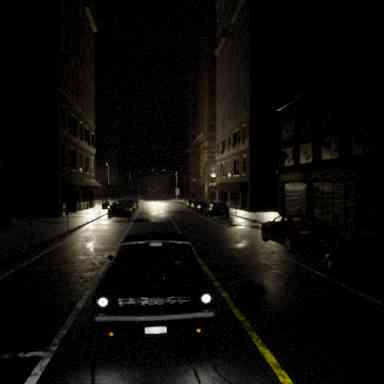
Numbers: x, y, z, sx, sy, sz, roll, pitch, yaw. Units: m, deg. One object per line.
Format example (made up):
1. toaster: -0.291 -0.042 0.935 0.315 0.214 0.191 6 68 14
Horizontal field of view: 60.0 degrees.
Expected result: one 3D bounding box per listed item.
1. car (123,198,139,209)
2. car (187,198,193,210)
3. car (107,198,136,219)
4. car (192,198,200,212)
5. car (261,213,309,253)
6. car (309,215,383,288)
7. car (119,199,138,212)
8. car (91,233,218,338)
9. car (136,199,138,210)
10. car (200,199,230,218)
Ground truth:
1. car: -8.237 1.553 45.452 1.887 1.381 4.507 -1 0 -7
2. car: 0.891 1.552 41.016 1.887 1.381 4.507 -1 0 -7
3. car: -6.243 1.442 29.056 1.967 1.590 4.097 -1 0 -7
4. car: 1.556 1.550 35.551 1.887 1.381 4.507 -1 0 -7
5. car: 4.216 1.545 13.692 1.887 1.381 4.507 -1 0 -7
6. car: 4.879 1.440 8.227 1.967 1.590 4.097 -1 0 -7
7. car: -7.572 1.557 39.986 2.008 1.369 4.403 -1 0 -7
8. car: -0.735 1.600 6.794 1.895 1.301 4.718 0 0 -6
9. car: -6.907 1.570 34.522 1.947 1.339 4.313 -1 0 -7
10. car: 2.221 1.569 30.086 1.947 1.339 4.313 -1 0 -7
